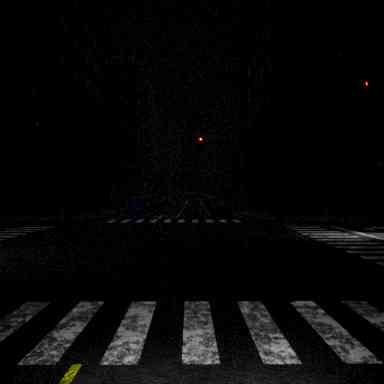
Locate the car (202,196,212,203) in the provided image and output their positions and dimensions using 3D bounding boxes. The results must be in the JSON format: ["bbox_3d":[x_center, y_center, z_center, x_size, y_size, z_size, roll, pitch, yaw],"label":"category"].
[{"bbox_3d":[3.023,1.552,67.367,2.008,1.369,4.403,0,0,0],"label":"car"}]

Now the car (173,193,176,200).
[{"bbox_3d":[-5.442,1.522,78.571,1.752,1.417,4.829,0,0,0],"label":"car"}]

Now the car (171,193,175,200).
[{"bbox_3d":[-5.472,1.544,73.072,1.887,1.381,4.507,0,0,0],"label":"car"}]

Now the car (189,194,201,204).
[{"bbox_3d":[0.338,1.566,63.725,1.994,1.385,4.181,0,0,0],"label":"car"}]

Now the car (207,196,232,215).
[{"bbox_3d":[2.842,1.442,33.352,1.967,1.590,4.097,0,0,0],"label":"car"}]

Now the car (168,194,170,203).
[{"bbox_3d":[-5.533,1.527,61.566,1.752,1.417,4.829,0,0,0],"label":"car"}]

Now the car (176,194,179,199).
[{"bbox_3d":[-5.381,1.307,90.078,2.192,1.841,5.009,0,0,0],"label":"car"}]

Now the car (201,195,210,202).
[{"bbox_3d":[3.084,1.437,78.705,1.967,1.590,4.097,0,0,0],"label":"car"}]

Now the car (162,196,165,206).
[{"bbox_3d":[-5.593,1.585,50.400,1.802,1.307,4.206,0,0,0],"label":"car"}]

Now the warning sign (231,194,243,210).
[{"bbox_3d":[5.275,1.118,39.333,1.300,1.860,1.060,0,0,0],"label":"warning sign"}]

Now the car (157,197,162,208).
[{"bbox_3d":[-5.623,1.569,44.732,1.947,1.339,4.313,0,0,0],"label":"car"}]

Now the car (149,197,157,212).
[{"bbox_3d":[-5.654,1.443,39.063,1.967,1.590,4.097,0,0,0],"label":"car"}]

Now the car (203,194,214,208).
[{"bbox_3d":[2.902,1.443,44.690,1.967,1.590,4.097,0,0,0],"label":"car"}]

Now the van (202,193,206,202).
[{"bbox_3d":[2.962,1.344,56.028,1.690,1.788,3.998,0,0,0],"label":"van"}]

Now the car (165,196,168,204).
[{"bbox_3d":[-5.563,1.569,56.068,1.947,1.339,4.313,0,0,0],"label":"car"}]

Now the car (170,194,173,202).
[{"bbox_3d":[-5.502,1.567,67.404,1.947,1.339,4.313,0,0,0],"label":"car"}]

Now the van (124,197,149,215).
[{"bbox_3d":[-5.684,1.343,33.395,1.690,1.788,3.998,0,0,0],"label":"van"}]
